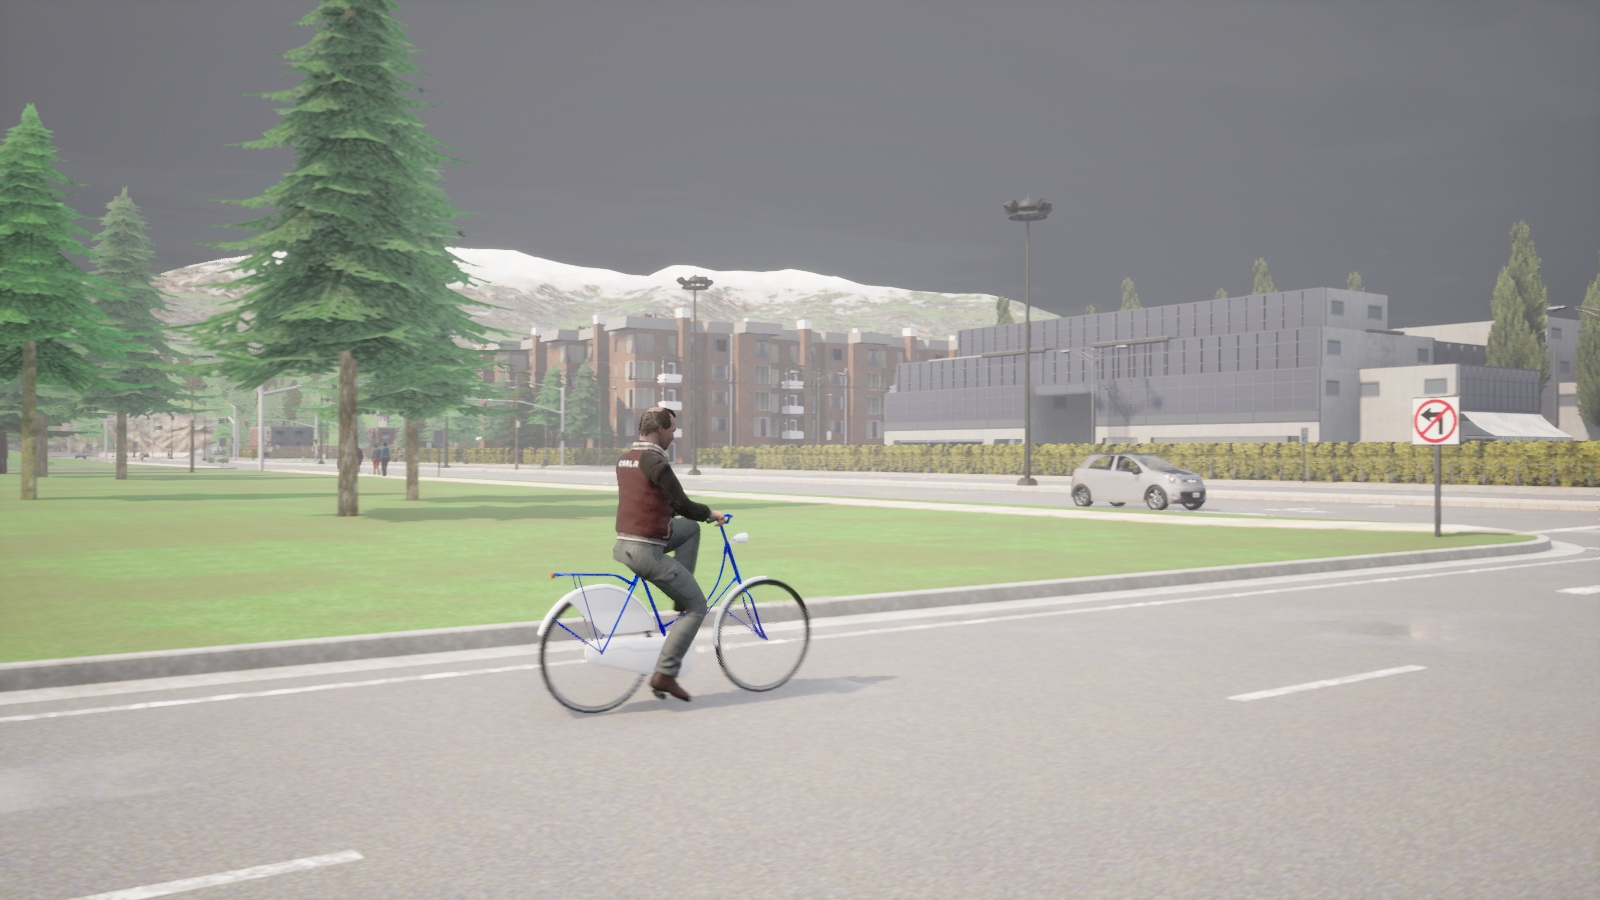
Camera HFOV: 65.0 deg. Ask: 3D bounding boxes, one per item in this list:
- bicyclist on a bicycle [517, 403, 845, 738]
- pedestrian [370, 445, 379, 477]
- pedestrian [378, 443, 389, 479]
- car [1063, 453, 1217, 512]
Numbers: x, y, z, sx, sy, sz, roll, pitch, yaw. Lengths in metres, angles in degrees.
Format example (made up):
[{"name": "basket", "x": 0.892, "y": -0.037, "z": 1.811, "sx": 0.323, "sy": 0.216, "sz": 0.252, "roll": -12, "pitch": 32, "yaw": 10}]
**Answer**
[{"name": "bicyclist on a bicycle", "x": -0.671, "y": 0.635, "z": 7.456, "sx": 1.843, "sy": 1.776, "sz": 0.659, "roll": 0, "pitch": 0, "yaw": -35}, {"name": "pedestrian", "x": -24.356, "y": 0.612, "z": 71.908, "sx": 0.353, "sy": 1.847, "sz": 0.614, "roll": 0, "pitch": 0, "yaw": -34}, {"name": "pedestrian", "x": -22.442, "y": 0.597, "z": 67.668, "sx": 0.396, "sy": 1.930, "sz": 0.692, "roll": 0, "pitch": 0, "yaw": -33}, {"name": "car", "x": 9.022, "y": 0.822, "z": 33.553, "sx": 1.845, "sy": 1.501, "sz": 3.633, "roll": 0, "pitch": 0, "yaw": -36}]
